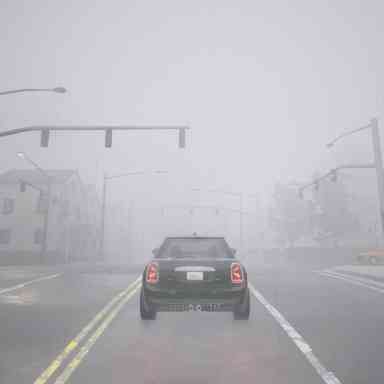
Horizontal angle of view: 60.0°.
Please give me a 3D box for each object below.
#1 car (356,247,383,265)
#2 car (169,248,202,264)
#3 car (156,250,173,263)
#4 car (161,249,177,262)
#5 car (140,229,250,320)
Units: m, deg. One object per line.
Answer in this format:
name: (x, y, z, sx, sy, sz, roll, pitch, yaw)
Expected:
car: (16.467, 5.364, 28.066, 5.008, 1.535, 1.882, 0, -11, 1)
car: (-0.545, 6.470, 33.459, 1.837, 1.490, 4.892, -2, -12, 18)
car: (-3.637, 8.631, 44.401, 1.882, 1.535, 5.008, 0, -11, 0)
car: (-3.649, 10.343, 54.281, 2.150, 2.045, 5.566, 0, -11, 0)
car: (0.062, 1.807, 8.233, 2.097, 1.767, 4.553, 0, -7, 0)
